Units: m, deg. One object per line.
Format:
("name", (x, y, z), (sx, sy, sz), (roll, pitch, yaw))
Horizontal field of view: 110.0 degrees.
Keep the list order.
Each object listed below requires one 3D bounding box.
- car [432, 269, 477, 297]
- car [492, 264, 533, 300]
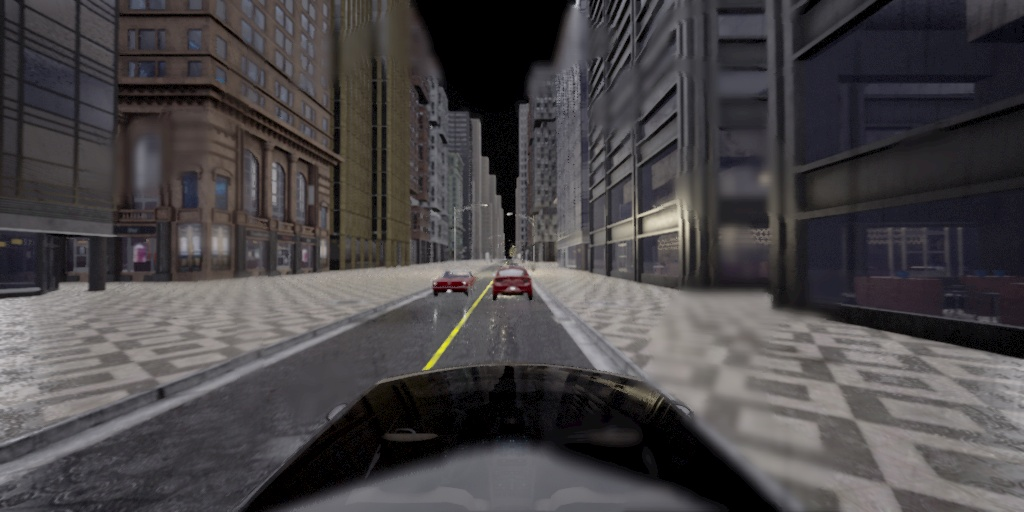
("car", (-3.069, 1.422, 19.735), (1.895, 1.301, 4.718), (0, 0, 0))
("car", (0.022, 1.280, 18.132), (1.882, 1.535, 5.008), (0, -1, 0))
